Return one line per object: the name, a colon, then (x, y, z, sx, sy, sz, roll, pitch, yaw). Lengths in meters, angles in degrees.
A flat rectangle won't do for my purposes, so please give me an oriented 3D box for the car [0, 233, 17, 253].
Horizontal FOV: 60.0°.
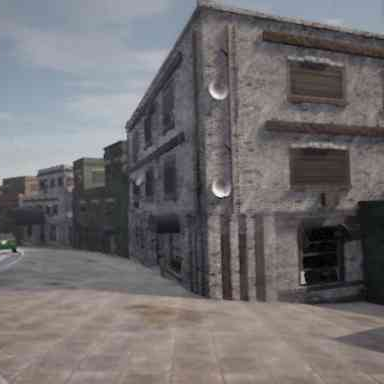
car: (-19.236, 5.219, 33.913, 2.150, 2.045, 5.566, 0, -6, -31)
